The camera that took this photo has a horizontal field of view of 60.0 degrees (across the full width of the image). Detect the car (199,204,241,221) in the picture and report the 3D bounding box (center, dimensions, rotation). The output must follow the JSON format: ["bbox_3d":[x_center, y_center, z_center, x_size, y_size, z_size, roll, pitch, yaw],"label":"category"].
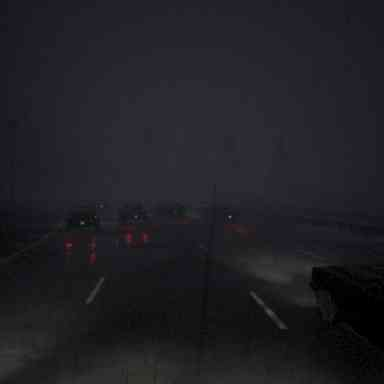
[{"bbox_3d":[2.166,1.612,27.404,1.895,1.301,4.718,0,0,-19],"label":"car"}]

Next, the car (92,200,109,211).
[{"bbox_3d":[-11.515,1.623,40.527,1.994,1.385,4.181,0,0,-30],"label":"car"}]

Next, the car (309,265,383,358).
[{"bbox_3d":[3.244,1.594,4.162,1.895,1.301,4.718,0,0,-4],"label":"car"}]

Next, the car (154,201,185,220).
[{"bbox_3d":[-2.134,1.503,29.006,1.882,1.535,5.008,0,0,-20],"label":"car"}]

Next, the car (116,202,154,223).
[{"bbox_3d":[-4.681,1.523,25.651,2.128,1.511,4.902,0,0,-18],"label":"car"}]

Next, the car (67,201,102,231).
[{"bbox_3d":[-6.762,1.559,20.924,1.812,1.442,4.674,0,0,-15],"label":"car"}]
